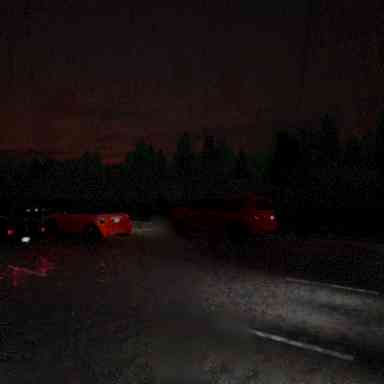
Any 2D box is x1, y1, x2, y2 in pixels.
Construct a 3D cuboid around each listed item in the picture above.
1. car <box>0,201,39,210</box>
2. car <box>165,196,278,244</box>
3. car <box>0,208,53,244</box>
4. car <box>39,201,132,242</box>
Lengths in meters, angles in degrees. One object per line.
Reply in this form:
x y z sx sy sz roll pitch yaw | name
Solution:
-13.902 1.424 26.804 5.357 1.411 2.033 0 0 35 | car
1.294 1.184 15.964 5.566 2.045 2.150 0 0 35 | car
-8.238 1.532 14.165 4.718 1.301 1.895 0 0 35 | car
-5.118 1.290 16.240 4.553 1.767 2.097 0 0 35 | car
